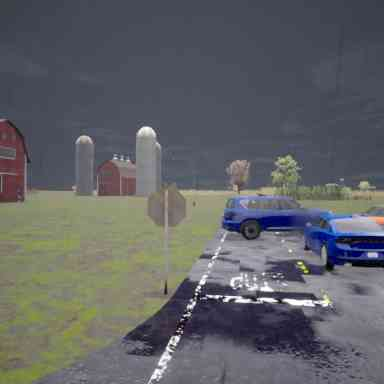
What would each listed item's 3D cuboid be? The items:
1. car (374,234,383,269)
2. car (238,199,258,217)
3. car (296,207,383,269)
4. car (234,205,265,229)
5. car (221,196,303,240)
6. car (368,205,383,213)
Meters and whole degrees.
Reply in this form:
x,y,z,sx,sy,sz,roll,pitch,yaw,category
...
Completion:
x,y,z,sx,sy,sz,roll,pitch,yaw,category
4.689,1.529,3.896,1.812,1.442,4.674,0,0,-12,car
5.557,1.502,32.976,1.837,1.490,4.892,0,0,9,car
5.005,1.480,11.077,1.882,1.535,5.008,0,0,7,car
3.880,1.601,22.673,1.895,1.301,4.718,0,0,9,car
4.234,1.219,16.526,5.566,2.045,2.150,0,0,-3,car
8.910,1.371,15.364,2.097,1.767,4.553,0,0,-40,car
